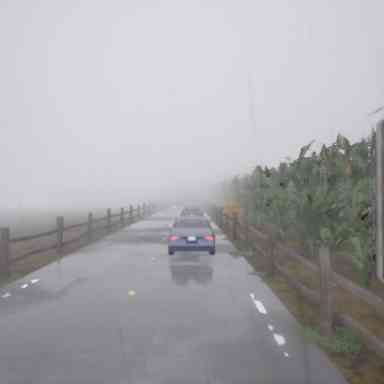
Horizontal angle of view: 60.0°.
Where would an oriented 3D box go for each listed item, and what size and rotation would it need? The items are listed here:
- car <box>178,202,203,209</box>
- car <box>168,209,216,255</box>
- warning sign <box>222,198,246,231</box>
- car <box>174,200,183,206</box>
[{"bbox_3d":[-0.012,1.864,29.288,1.994,1.385,4.181,0,-1,0],"label":"car"},{"bbox_3d":[-0.007,1.682,13.990,2.033,1.411,5.357,0,-1,0],"label":"car"},{"bbox_3d":[2.439,1.306,19.432,1.300,1.860,1.060,0,-1,0],"label":"warning sign"},{"bbox_3d":[-2.790,2.331,71.005,1.994,1.385,4.181,0,-1,0],"label":"car"}]
